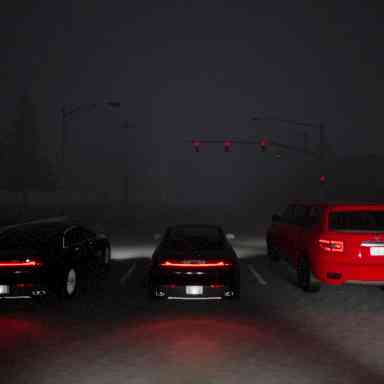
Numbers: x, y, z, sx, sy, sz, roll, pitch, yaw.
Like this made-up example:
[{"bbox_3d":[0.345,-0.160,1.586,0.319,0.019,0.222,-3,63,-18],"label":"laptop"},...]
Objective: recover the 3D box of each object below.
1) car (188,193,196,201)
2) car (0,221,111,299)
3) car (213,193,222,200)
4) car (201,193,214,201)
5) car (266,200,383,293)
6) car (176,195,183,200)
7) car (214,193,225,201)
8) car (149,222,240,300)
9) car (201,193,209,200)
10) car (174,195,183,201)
[{"bbox_3d":[0.010,1.517,81.471,2.128,1.511,4.902,0,0,0],"label":"car"},{"bbox_3d":[-3.437,1.505,8.420,1.837,1.490,4.892,0,0,0],"label":"car"},{"bbox_3d":[7.011,1.187,91.860,2.097,1.767,4.553,0,0,0],"label":"car"},{"bbox_3d":[3.510,1.347,81.857,2.097,1.767,4.553,0,0,0],"label":"car"},{"bbox_3d":[3.567,1.221,9.015,2.150,2.045,5.566,0,0,0],"label":"car"},{"bbox_3d":[-3.489,1.427,91.922,1.895,1.301,4.718,0,0,0],"label":"car"},{"bbox_3d":[7.010,1.492,81.470,1.837,1.490,4.892,0,0,0],"label":"car"},{"bbox_3d":[0.063,1.505,8.367,1.837,1.490,4.892,0,0,0],"label":"car"},{"bbox_3d":[3.511,1.187,91.861,2.097,1.767,4.553,0,0,0],"label":"car"},{"bbox_3d":[-3.490,1.516,81.888,1.812,1.442,4.674,0,0,0],"label":"car"}]
